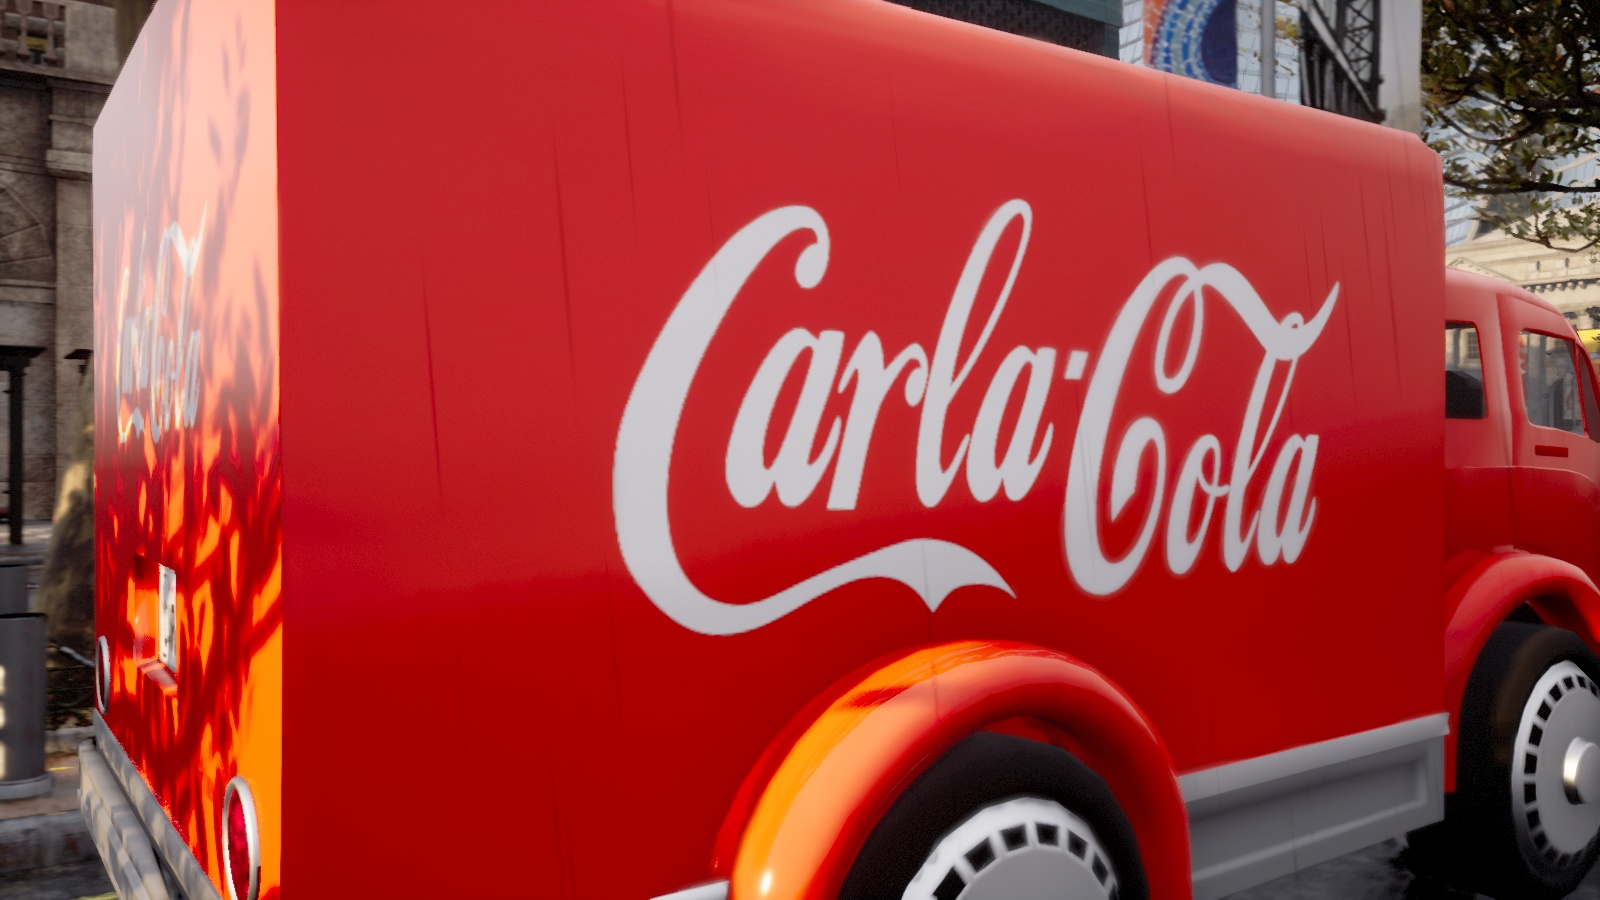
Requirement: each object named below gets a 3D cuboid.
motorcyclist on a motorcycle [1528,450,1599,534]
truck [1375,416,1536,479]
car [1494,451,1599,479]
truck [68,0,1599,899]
[{"bbox_3d":[14.618,0.754,23.612,2.044,1.523,0.797,0,0,-35],"label":"motorcyclist on a motorcycle"},{"bbox_3d":[38.385,-0.137,73.808,2.891,3.462,7.936,0,0,-35],"label":"truck"},{"bbox_3d":[43.272,0.840,72.908,1.837,1.490,4.892,0,0,-35],"label":"car"},{"bbox_3d":[0.703,0.266,4.153,5.204,2.467,2.627,0,0,-35],"label":"truck"}]
